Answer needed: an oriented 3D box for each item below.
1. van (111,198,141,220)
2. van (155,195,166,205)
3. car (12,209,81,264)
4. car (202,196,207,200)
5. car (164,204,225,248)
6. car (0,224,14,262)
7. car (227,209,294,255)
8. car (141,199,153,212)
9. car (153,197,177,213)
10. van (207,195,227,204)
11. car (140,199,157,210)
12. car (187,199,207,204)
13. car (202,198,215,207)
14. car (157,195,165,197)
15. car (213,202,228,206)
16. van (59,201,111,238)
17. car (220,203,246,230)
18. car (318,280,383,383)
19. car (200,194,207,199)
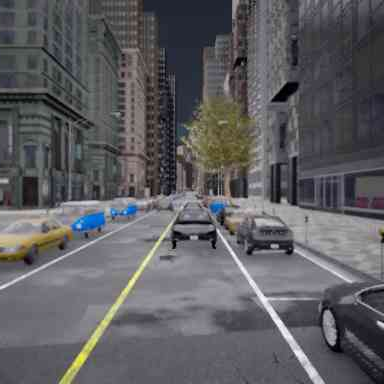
[{"bbox_3d":[-5.763,1.399,28.298,1.690,1.788,3.998,0,0,0],"label":"van"},{"bbox_3d":[-5.762,1.480,60.778,1.690,1.788,3.998,0,0,0],"label":"van"},{"bbox_3d":[-5.763,1.548,11.888,1.752,1.417,4.829,0,0,0],"label":"car"},{"bbox_3d":[2.763,1.648,45.016,2.008,1.369,4.403,0,0,0],"label":"car"},{"bbox_3d":[0.087,1.521,15.020,2.128,1.511,4.902,0,0,0],"label":"car"},{"bbox_3d":[-5.763,1.579,6.645,1.947,1.339,4.313,0,0,0],"label":"car"},{"bbox_3d":[2.762,1.577,13.283,2.008,1.369,4.403,0,0,0],"label":"car"},{"bbox_3d":[-5.762,1.633,39.124,2.008,1.369,4.403,0,0,0],"label":"car"},{"bbox_3d":[-3.095,1.589,38.852,1.837,1.490,4.892,0,-1,0],"label":"car"},{"bbox_3d":[2.762,1.413,34.439,1.690,1.788,3.998,0,0,0],"label":"van"},{"bbox_3d":[-5.762,1.678,44.537,1.802,1.307,4.206,0,0,0],"label":"car"},{"bbox_3d":[0.089,1.627,30.801,1.994,1.385,4.181,0,0,0],"label":"car"},{"bbox_3d":[2.763,1.669,55.595,1.887,1.381,4.507,0,0,0],"label":"car"},{"bbox_3d":[-5.762,1.690,55.364,1.947,1.339,4.313,0,0,0],"label":"car"},{"bbox_3d":[2.762,1.614,23.861,1.947,1.339,4.313,0,0,0],"label":"car"},{"bbox_3d":[-5.764,1.376,17.471,1.690,1.788,3.998,0,0,0],"label":"van"},{"bbox_3d":[2.762,1.563,18.742,1.752,1.417,4.829,0,0,0],"label":"car"},{"bbox_3d":[2.762,1.558,3.411,2.008,1.369,4.403,0,0,0],"label":"car"},{"bbox_3d":[2.762,1.426,50.306,2.192,1.841,5.009,0,0,0],"label":"car"}]
